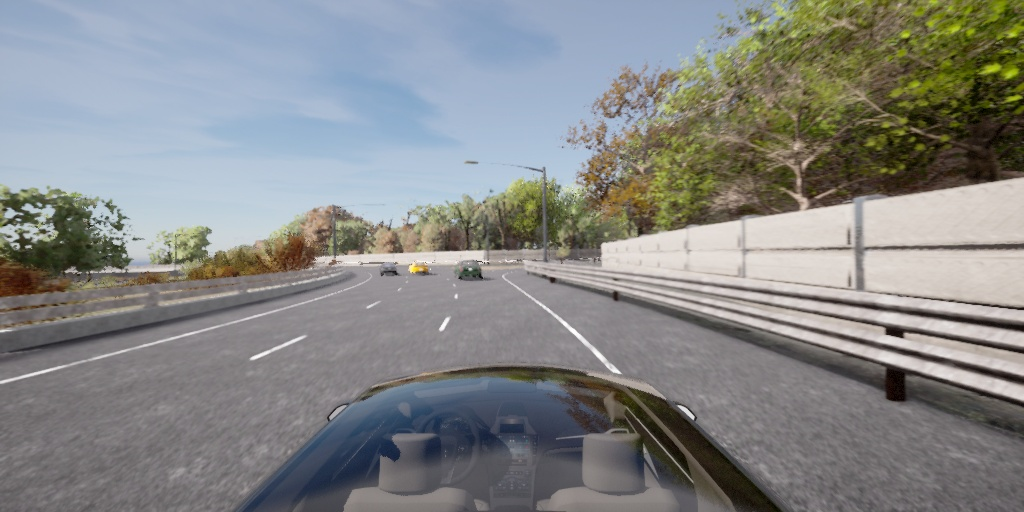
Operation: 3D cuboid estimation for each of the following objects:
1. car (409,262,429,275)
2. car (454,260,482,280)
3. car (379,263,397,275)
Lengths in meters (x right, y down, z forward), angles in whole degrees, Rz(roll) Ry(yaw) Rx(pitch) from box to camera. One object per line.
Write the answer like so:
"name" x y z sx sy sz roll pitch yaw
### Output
"car" -11.275 1.416 43.218 1.882 1.535 5.008 -1 0 -21
"car" -4.070 1.157 32.520 2.097 1.767 4.553 -1 0 -15
"car" -15.190 1.563 43.876 2.033 1.411 5.357 -1 0 -24
